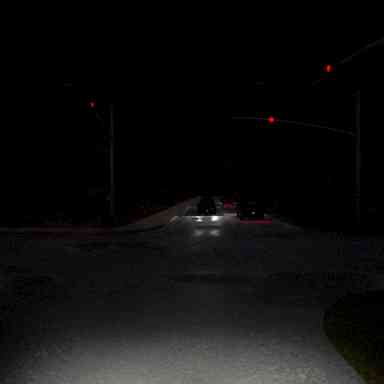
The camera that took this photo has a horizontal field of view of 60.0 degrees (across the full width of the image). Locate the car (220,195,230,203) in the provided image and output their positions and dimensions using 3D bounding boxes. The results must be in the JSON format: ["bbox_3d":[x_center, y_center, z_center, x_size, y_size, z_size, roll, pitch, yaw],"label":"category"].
[{"bbox_3d":[6.824,1.470,69.014,1.837,1.490,4.892,0,0,3],"label":"car"}]

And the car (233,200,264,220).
[{"bbox_3d":[4.837,1.443,28.029,1.882,1.535,5.008,0,0,3],"label":"car"}]

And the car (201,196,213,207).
[{"bbox_3d":[2.432,1.470,52.384,1.837,1.490,4.892,0,0,3],"label":"car"}]

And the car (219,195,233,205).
[{"bbox_3d":[6.341,1.566,59.053,1.895,1.301,4.718,0,0,3],"label":"car"}]

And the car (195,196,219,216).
[{"bbox_3d":[1.440,1.470,32.308,1.837,1.490,4.892,0,0,3],"label":"car"}]
